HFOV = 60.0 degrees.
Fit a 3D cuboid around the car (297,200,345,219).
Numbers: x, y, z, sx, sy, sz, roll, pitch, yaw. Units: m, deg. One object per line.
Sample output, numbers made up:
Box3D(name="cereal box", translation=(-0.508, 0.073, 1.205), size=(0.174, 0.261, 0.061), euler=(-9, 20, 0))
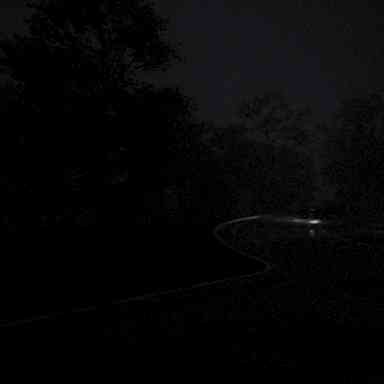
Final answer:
Box3D(name="car", translation=(11.314, 1.452, 29.115), size=(5.008, 1.535, 1.882), euler=(0, -1, -34))
